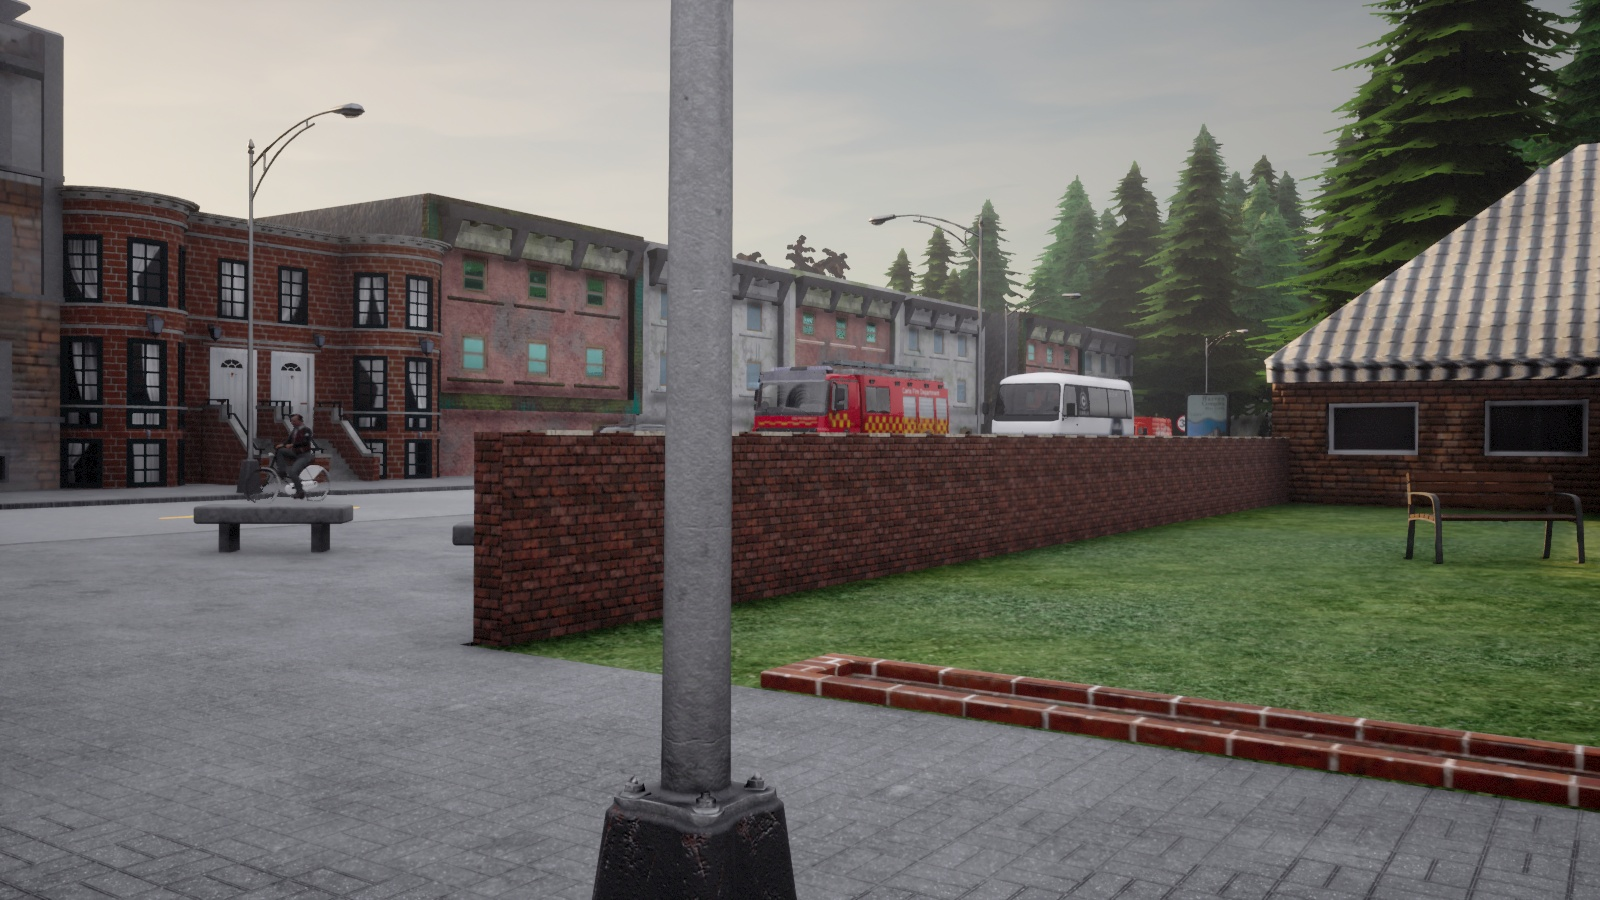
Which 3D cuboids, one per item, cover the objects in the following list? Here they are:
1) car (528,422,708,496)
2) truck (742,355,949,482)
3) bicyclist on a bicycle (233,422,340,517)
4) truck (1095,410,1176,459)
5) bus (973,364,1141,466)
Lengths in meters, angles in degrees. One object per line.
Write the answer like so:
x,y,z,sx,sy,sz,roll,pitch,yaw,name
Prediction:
-4.612,0.187,32.549,2.097,1.767,4.553,0,1,34,car
1.741,-1.024,42.074,2.891,3.827,8.468,0,1,34,truck
-9.982,0.358,24.468,0.659,1.776,1.843,0,1,34,bicyclist on a bicycle
17.688,-0.817,66.006,2.627,2.467,5.204,0,1,33,truck
11.945,-1.536,57.365,3.944,4.253,10.273,0,1,33,bus
